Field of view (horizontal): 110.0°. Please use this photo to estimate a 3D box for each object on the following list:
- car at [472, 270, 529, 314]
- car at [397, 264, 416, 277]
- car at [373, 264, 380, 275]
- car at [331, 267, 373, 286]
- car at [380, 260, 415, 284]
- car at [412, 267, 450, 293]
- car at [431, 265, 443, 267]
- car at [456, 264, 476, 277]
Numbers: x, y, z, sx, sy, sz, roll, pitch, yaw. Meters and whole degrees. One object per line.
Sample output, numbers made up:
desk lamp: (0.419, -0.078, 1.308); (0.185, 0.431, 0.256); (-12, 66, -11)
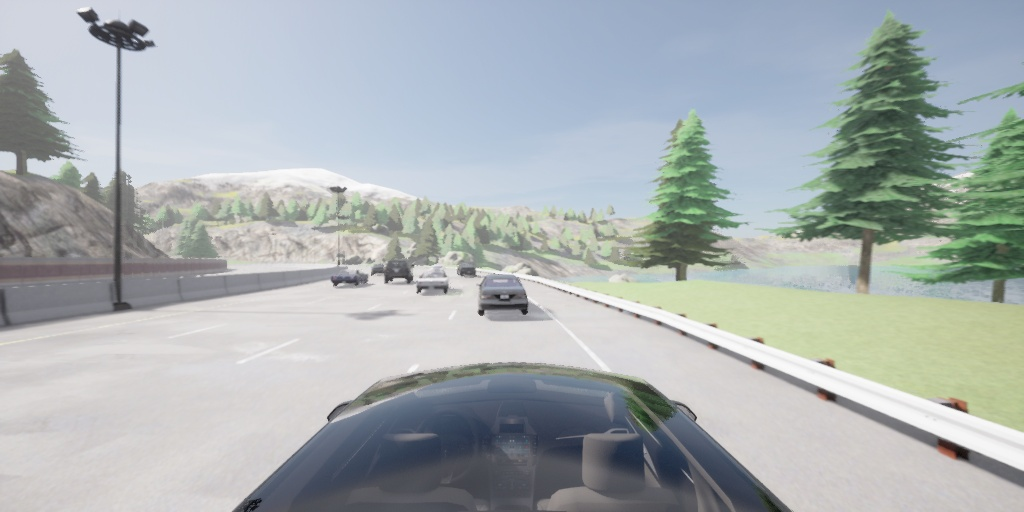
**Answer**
car: (-0.460, 1.440, 14.520); (2.033, 1.411, 5.357); (0, -1, -5)
car: (-13.555, 1.804, 46.056); (2.128, 1.511, 4.902); (0, -1, -17)
car: (-18.282, 1.881, 49.393); (1.837, 1.490, 4.892); (0, 0, -18)
car: (-13.013, 1.724, 29.105); (1.895, 1.301, 4.718); (0, -1, -10)
car: (-10.051, 1.360, 32.146); (2.150, 2.045, 5.566); (0, -1, -12)
car: (-4.993, 1.613, 23.124); (1.895, 1.301, 4.718); (0, -1, -8)
car: (-8.699, 1.761, 41.672); (1.812, 1.442, 4.674); (0, -1, -14)
car: (-5.676, 1.722, 44.082); (1.882, 1.535, 5.008); (0, -1, -15)
